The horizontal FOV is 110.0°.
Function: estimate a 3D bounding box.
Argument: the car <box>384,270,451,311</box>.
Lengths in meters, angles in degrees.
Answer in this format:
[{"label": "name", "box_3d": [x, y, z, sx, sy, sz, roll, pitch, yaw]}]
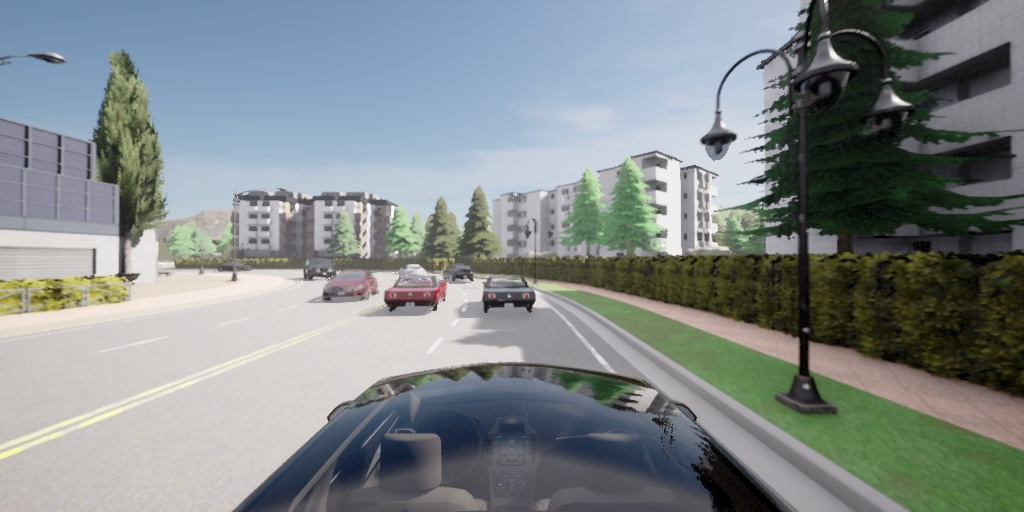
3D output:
[{"label": "car", "box_3d": [-3.818, 1.448, 14.993, 1.895, 1.301, 4.718, 0, 0, -5]}]

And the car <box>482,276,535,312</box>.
[{"label": "car", "box_3d": [-0.286, 1.446, 14.723, 1.895, 1.301, 4.718, 0, 0, -5]}]

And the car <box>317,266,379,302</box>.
[{"label": "car", "box_3d": [-7.926, 1.395, 18.052, 1.812, 1.442, 4.674, 0, 0, -11]}]

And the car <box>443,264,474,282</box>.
[{"label": "car", "box_3d": [-4.829, 1.474, 31.766, 1.837, 1.490, 4.892, 1, -1, -24]}]

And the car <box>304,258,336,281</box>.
[{"label": "car", "box_3d": [-17.982, 1.204, 33.520, 2.150, 2.045, 5.566, 1, -1, -36]}]

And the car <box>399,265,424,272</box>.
[{"label": "car", "box_3d": [-9.047, 1.500, 32.488, 1.812, 1.442, 4.674, 0, -1, -27]}]
